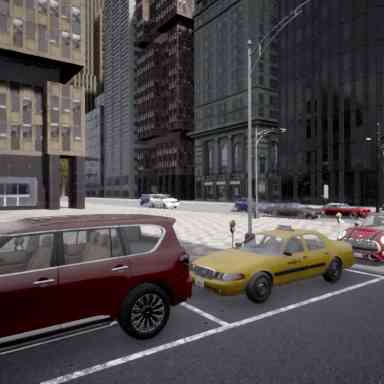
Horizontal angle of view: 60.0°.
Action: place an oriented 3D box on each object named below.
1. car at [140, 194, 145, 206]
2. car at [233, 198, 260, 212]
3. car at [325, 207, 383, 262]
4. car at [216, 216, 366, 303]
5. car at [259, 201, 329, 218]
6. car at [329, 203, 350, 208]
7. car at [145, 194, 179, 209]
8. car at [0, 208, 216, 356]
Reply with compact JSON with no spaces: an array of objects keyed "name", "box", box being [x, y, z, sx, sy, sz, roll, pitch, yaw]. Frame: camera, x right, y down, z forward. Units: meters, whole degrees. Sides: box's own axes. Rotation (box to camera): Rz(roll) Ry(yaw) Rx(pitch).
[{"name":"car","box":[-6.996,1.375,57.352,2.150,2.045,5.566,0,0,-35]},{"name":"car","box":[6.852,1.434,37.889,2.097,1.767,4.553,0,0,-36]},{"name":"car","box":[6.795,1.439,11.540,4.097,1.590,1.967,0,0,-36]},{"name":"car","box":[2.105,1.525,8.174,4.829,1.417,1.752,0,0,-36]},{"name":"car","box":[8.908,1.616,29.433,2.033,1.411,5.357,0,0,-36]},{"name":"car","box":[13.106,1.648,29.154,1.895,1.301,4.718,0,0,-36]},{"name":"car","box":[-4.056,1.355,47.545,2.150,2.045,5.566,0,0,-35]},{"name":"car","box":[-2.309,1.315,5.008,5.009,1.841,2.192,0,0,-36]}]
